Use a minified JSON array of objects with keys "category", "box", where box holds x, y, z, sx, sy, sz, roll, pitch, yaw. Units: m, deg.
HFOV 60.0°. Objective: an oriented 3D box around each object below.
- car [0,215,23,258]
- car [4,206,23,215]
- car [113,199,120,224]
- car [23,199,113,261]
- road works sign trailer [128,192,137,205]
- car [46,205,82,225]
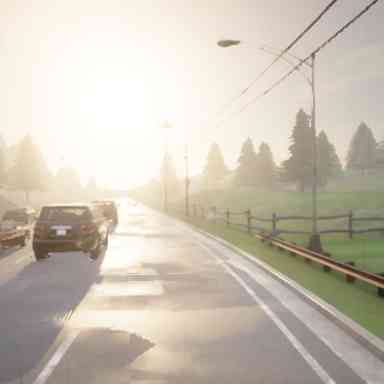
[{"category":"car","box":[-8.195,1.826,13.520,1.895,1.301,4.718,0,-1,-9]},{"category":"car","box":[-14.568,1.965,28.618,1.837,1.490,4.892,0,0,-11]},{"category":"car","box":[-7.484,1.645,28.818,2.150,2.045,5.566,0,0,-11]},{"category":"car","box":[-4.645,1.428,13.472,2.150,2.045,5.566,0,-1,-9]},{"category":"road works sign trailer","box":[-15.950,1.730,89.641,2.380,3.560,2.880,0,-1,-11]},{"category":"car","box":[-11.128,1.940,29.258,2.128,1.511,4.902,0,-1,-11]}]
